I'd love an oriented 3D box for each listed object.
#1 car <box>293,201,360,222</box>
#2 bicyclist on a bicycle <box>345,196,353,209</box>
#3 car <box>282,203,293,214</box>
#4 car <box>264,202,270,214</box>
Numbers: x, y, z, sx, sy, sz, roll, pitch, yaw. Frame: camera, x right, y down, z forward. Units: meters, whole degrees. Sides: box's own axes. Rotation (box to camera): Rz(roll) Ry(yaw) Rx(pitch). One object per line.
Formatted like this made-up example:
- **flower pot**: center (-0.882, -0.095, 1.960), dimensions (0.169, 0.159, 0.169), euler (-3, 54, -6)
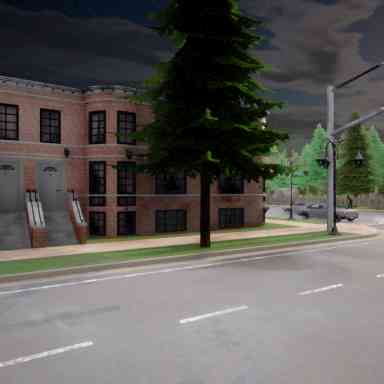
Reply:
- **car**: center (10.759, 1.601, 26.583), dimensions (1.895, 1.301, 4.718), euler (0, 0, -31)
- **bicyclist on a bicycle**: center (19.240, 1.301, 40.664), dimensions (1.656, 1.620, 0.582), euler (0, 0, -31)
- **car**: center (11.192, 1.601, 32.718), dimensions (1.895, 1.301, 4.718), euler (0, 0, -31)
- **car**: center (5.680, 1.216, 35.157), dimensions (2.150, 2.045, 5.566), euler (0, 1, -31)
